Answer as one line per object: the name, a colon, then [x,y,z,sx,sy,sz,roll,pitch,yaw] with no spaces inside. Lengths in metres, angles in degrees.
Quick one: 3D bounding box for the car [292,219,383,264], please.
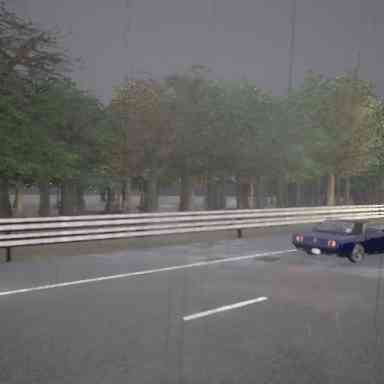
car: [5.857,1.626,11.961,4.718,1.301,1.895,0,0,-34]
